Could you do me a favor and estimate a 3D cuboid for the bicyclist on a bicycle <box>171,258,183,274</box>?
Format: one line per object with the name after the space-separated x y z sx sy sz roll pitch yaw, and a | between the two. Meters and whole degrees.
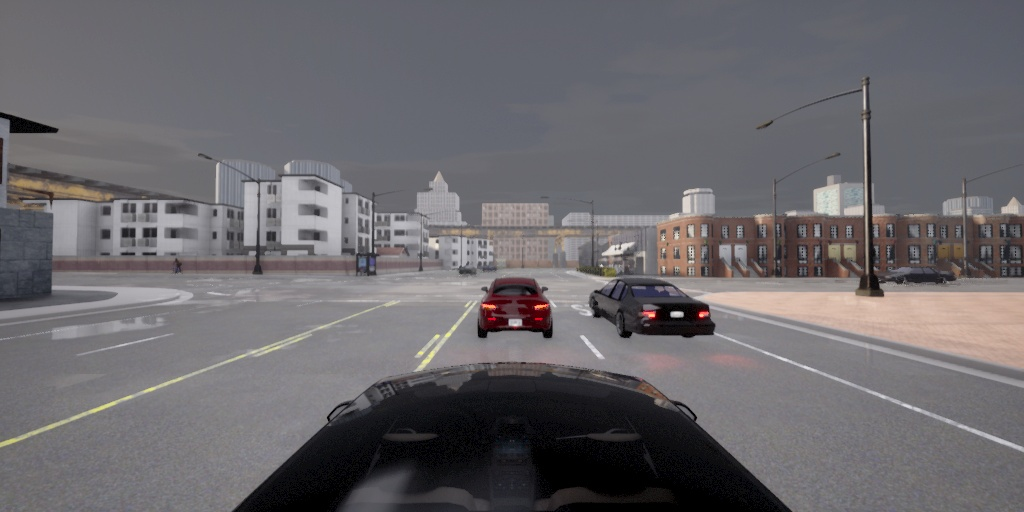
-33.986 1.049 36.386 0.582 1.620 1.656 1 -1 -11 | bicyclist on a bicycle

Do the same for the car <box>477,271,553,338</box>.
0.079 1.307 10.167 1.812 1.442 4.674 0 0 0 | car

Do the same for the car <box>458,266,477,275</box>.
-6.286 2.046 50.784 1.895 1.301 4.718 0 -1 3 | car

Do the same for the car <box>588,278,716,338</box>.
3.583 1.329 10.265 2.033 1.411 5.357 0 0 0 | car

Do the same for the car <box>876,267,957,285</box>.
31.938 1.567 28.660 5.357 1.411 2.033 0 -1 1 | car
